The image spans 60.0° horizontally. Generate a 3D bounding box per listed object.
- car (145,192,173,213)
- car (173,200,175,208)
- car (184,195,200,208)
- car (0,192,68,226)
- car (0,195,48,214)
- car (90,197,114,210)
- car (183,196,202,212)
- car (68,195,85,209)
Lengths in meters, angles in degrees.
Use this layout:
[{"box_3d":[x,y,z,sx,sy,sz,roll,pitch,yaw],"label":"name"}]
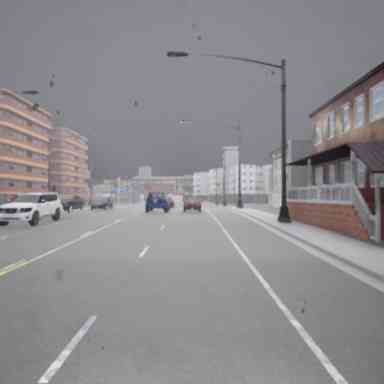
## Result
[{"box_3d":[-3.476,1.024,34.244,2.150,2.045,5.566,0,0,0],"label":"car"},{"box_3d":[-3.449,1.532,46.975,2.128,1.511,4.902,0,-2,0],"label":"car"},{"box_3d":[0.052,1.390,46.935,2.097,1.767,4.553,0,-2,0],"label":"car"},{"box_3d":[-10.524,1.033,22.020,2.150,2.045,5.566,0,1,0],"label":"car"},{"box_3d":[-13.981,0.981,27.882,1.994,1.385,4.181,0,0,0],"label":"car"},{"box_3d":[-10.473,1.403,39.084,1.837,1.490,4.892,0,-1,0],"label":"car"},{"box_3d":[0.024,1.410,34.984,1.895,1.301,4.718,0,-1,0],"label":"car"},{"box_3d":[-10.481,0.906,27.880,1.882,1.535,5.008,0,0,0],"label":"car"}]
